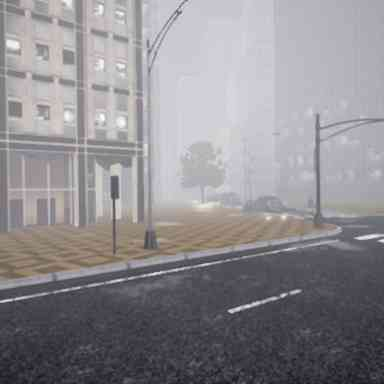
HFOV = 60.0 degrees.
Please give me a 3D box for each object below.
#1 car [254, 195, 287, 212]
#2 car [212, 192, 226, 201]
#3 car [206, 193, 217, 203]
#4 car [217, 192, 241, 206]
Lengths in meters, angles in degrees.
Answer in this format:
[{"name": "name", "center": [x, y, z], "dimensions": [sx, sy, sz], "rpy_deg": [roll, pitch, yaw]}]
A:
[{"name": "car", "center": [8.034, 1.122, 34.355], "dimensions": [2.097, 1.767, 4.553], "rpy_deg": [-1, 0, -7]}, {"name": "car", "center": [5.953, 1.003, 74.022], "dimensions": [2.097, 1.767, 4.553], "rpy_deg": [-1, 0, -7]}, {"name": "car", "center": [4.008, 1.383, 65.722], "dimensions": [1.895, 1.301, 4.718], "rpy_deg": [-1, 0, -7]}, {"name": "car", "center": [5.847, 0.995, 51.108], "dimensions": [2.150, 2.045, 5.566], "rpy_deg": [-1, 0, -7]}]
